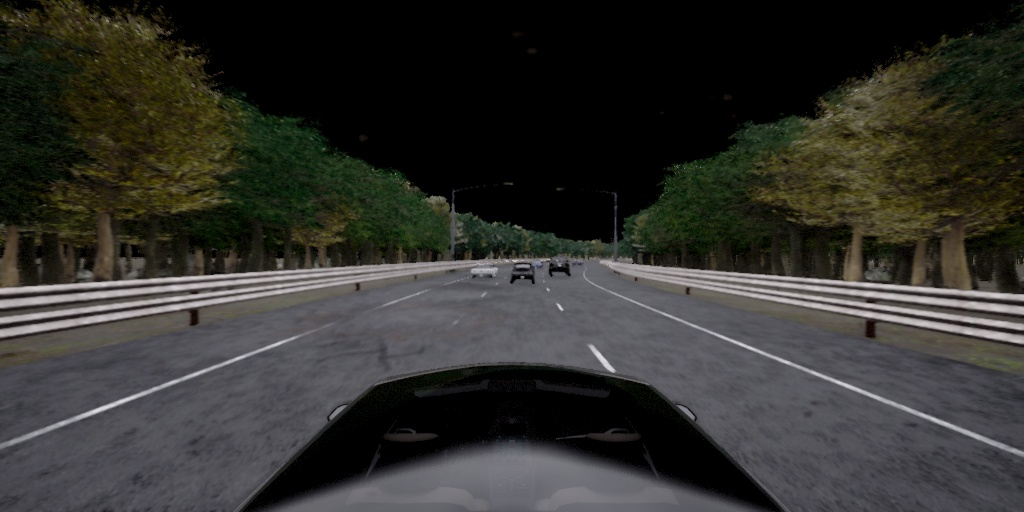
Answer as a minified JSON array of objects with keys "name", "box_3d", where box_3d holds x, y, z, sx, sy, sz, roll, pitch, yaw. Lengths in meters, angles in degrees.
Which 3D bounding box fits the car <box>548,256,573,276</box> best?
[{"name":"car","box_3d":[5.086,1.052,38.933,2.150,2.045,5.566,0,0,6]}]

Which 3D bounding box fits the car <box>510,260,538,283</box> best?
[{"name":"car","box_3d":[0.907,1.290,28.386,1.837,1.490,4.892,0,0,4]}]

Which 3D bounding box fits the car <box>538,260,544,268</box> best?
[{"name":"car","box_3d":[4.554,1.428,63.127,2.033,1.411,5.357,0,0,9]}]

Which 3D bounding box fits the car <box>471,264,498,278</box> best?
[{"name":"car","box_3d":[-2.471,1.375,33.555,1.895,1.301,4.718,0,0,5]}]
